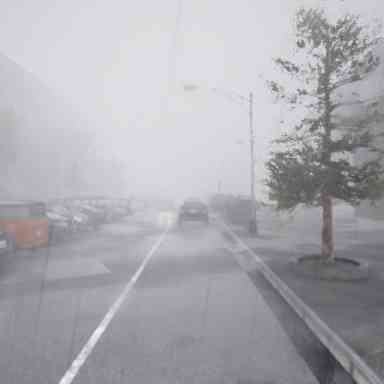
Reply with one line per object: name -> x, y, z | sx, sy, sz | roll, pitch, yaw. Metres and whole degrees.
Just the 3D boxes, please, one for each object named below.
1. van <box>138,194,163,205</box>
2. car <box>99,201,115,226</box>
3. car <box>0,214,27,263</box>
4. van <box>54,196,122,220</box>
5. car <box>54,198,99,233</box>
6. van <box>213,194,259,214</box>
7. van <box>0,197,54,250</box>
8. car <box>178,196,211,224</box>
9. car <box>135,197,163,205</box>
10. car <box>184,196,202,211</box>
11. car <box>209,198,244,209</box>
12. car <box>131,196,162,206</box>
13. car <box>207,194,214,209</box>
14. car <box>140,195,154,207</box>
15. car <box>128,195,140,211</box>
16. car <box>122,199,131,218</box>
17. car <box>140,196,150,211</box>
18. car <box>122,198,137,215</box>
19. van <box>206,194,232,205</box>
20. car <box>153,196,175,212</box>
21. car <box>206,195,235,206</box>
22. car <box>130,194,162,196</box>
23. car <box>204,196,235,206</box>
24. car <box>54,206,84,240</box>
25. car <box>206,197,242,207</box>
van -> -7.767, 1.381, 62.437 | 4.442, 1.987, 1.878 | 0, -1, 0
car -> -7.645, 1.500, 20.432 | 5.008, 1.535, 2.097 | 0, 0, 0
car -> -7.678, 1.519, 9.380 | 4.792, 1.488, 2.163 | 0, 0, 0
van -> -7.534, 1.277, 23.351 | 4.442, 1.987, 1.878 | 0, 0, 0
car -> -7.681, 1.372, 17.762 | 4.553, 1.767, 2.185 | 0, 0, 0
van -> 4.796, 1.287, 34.805 | 4.442, 1.987, 1.878 | 0, 0, 0
van -> -7.767, 1.266, 12.177 | 4.442, 1.987, 1.878 | 0, 0, 0
car -> 0.100, 1.377, 24.791 | 2.097, 1.767, 4.553 | 0, 0, 0
car -> -7.680, 1.591, 59.647 | 4.792, 1.488, 2.163 | 0, -1, 0
car -> 0.099, 1.390, 41.195 | 2.097, 1.767, 4.553 | 0, 0, 0
car -> 4.676, 1.564, 45.845 | 4.674, 1.452, 2.002 | 0, 0, 0
car -> -7.650, 1.538, 56.815 | 5.008, 1.535, 2.097 | 0, 0, 0
car -> 4.708, 1.264, 37.596 | 5.566, 2.045, 2.435 | 0, 0, 0
car -> -7.836, 1.518, 42.906 | 5.366, 1.575, 1.946 | 0, 0, 0
car -> -7.618, 1.385, 31.730 | 4.553, 1.767, 2.185 | 0, 0, 0
car -> -7.656, 1.506, 26.144 | 4.892, 1.521, 2.231 | 0, 0, 0
car -> -7.836, 1.513, 37.319 | 5.366, 1.575, 1.946 | 0, 0, 0
car -> -7.644, 1.509, 28.938 | 4.892, 1.521, 2.231 | 0, 0, 0
van -> 4.796, 1.339, 59.911 | 4.442, 1.987, 1.878 | 0, -1, 0
car -> -3.092, 1.530, 39.955 | 2.128, 1.511, 4.902 | 0, 0, 0
car -> 4.648, 1.406, 54.345 | 4.553, 1.767, 2.185 | 0, 0, 0
car -> -7.622, 1.280, 54.081 | 5.566, 2.045, 2.435 | 0, 0, 0
car -> 4.685, 1.539, 57.134 | 5.008, 1.535, 2.097 | 0, -1, 0
car -> -7.648, 1.535, 14.970 | 4.674, 1.452, 2.002 | 0, 0, 0
car -> 4.865, 1.526, 51.426 | 5.366, 1.575, 1.946 | 0, 0, 0
